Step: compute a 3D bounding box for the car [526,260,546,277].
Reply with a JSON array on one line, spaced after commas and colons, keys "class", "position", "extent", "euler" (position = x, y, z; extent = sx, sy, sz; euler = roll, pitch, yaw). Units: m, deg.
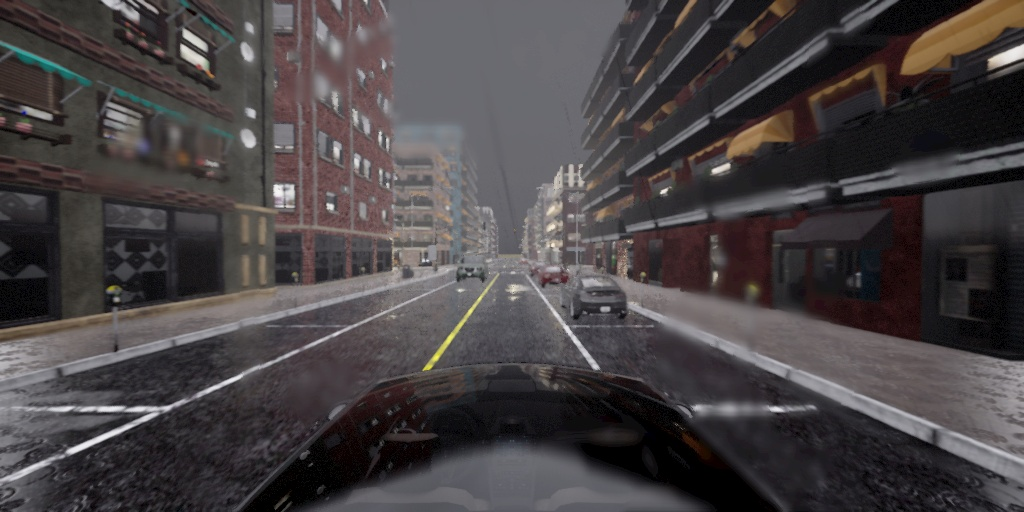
[{"class": "car", "position": [2.701, 1.181, 35.245], "extent": [1.967, 1.591, 4.097], "euler": [0, 0, 0]}]

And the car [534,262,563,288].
[{"class": "car", "position": [2.698, 1.288, 23.876], "extent": [1.888, 1.381, 4.507], "euler": [0, 0, 0]}]

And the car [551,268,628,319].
[{"class": "car", "position": [2.694, 1.296, 12.506], "extent": [2.007, 1.370, 4.403], "euler": [0, 0, 0]}]

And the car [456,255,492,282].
[{"class": "car", "position": [-3.077, 0.962, 28.723], "extent": [2.150, 2.045, 5.566], "euler": [0, 0, 0]}]
